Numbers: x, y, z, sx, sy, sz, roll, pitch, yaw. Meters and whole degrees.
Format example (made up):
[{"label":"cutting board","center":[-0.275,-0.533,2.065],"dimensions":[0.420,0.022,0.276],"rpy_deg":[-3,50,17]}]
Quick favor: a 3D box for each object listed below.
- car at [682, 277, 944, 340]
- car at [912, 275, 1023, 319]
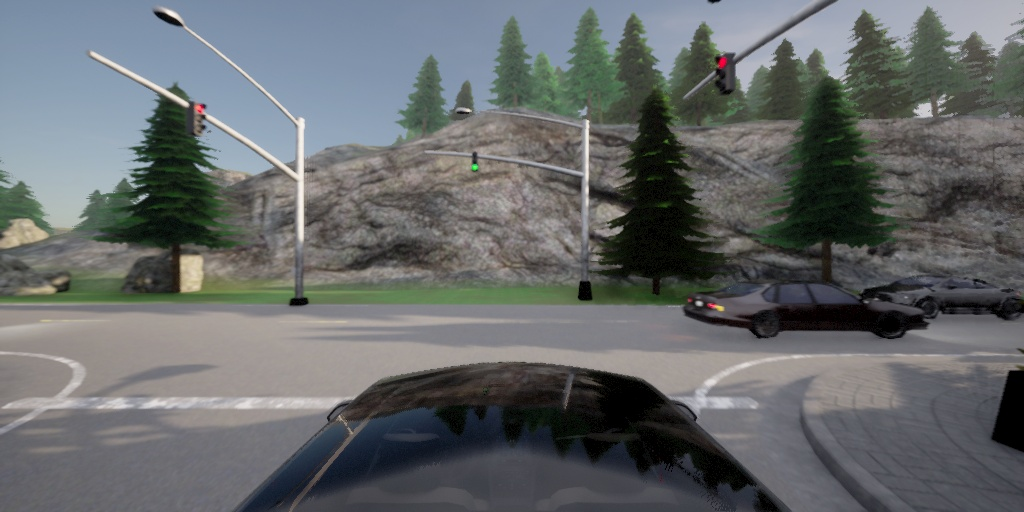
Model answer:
[{"label":"car","center":[7.533,1.328,9.563],"dimensions":[5.357,1.411,2.033],"rpy_deg":[0,0,1]},{"label":"car","center":[14.771,1.367,12.543],"dimensions":[4.181,1.385,1.994],"rpy_deg":[0,0,2]}]
